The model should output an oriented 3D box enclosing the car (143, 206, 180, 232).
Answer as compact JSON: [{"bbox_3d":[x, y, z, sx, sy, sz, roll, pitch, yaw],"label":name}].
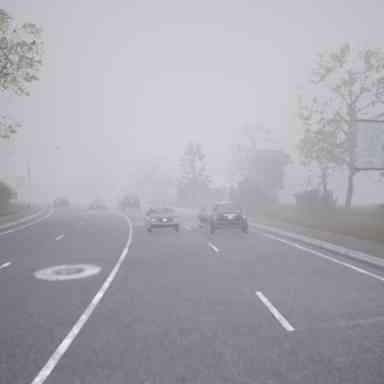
[{"bbox_3d":[-1.938,1.568,20.485,2.033,1.411,5.357,0,0,-11],"label":"car"}]

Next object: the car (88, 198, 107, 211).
[{"bbox_3d":[-11.657,1.560,40.937,1.837,1.490,4.892,0,0,-21],"label":"car"}]

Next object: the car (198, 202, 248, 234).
[{"bbox_3d":[1.680,1.363,19.656,2.097,1.767,4.553,0,0,-10],"label":"car"}]

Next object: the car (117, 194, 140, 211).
[{"bbox_3d":[-7.986,1.274,41.736,2.150,2.045,5.566,0,0,-21],"label":"car"}]

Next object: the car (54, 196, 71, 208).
[{"bbox_3d":[-19.868,1.423,50.840,2.097,1.767,4.553,0,0,-27],"label":"car"}]
